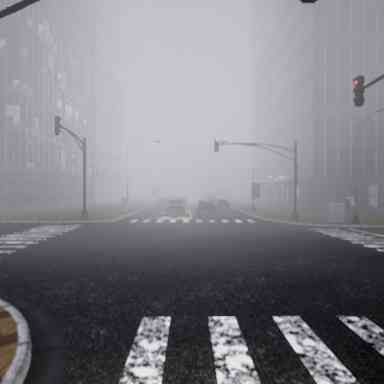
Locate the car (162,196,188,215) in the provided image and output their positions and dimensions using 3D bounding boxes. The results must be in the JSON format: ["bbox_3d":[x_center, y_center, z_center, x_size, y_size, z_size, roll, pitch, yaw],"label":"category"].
[{"bbox_3d":[-1.623,1.455,33.476,1.882,1.535,5.008,0,0,0],"label":"car"}]

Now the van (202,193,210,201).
[{"bbox_3d":[3.413,1.225,80.687,1.690,1.788,3.998,0,0,0],"label":"van"}]

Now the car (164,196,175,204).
[{"bbox_3d":[-4.334,1.488,64.042,1.947,1.339,4.313,0,0,0],"label":"car"}]

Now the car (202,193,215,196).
[{"bbox_3d":[3.546,1.237,64.104,2.192,1.841,5.009,0,0,0],"label":"car"}]

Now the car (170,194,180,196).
[{"bbox_3d":[-1.717,1.449,45.334,2.128,1.511,4.902,0,0,-1],"label":"car"}]

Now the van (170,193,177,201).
[{"bbox_3d":[-4.467,1.225,80.624,1.690,1.788,3.998,0,0,0],"label":"van"}]

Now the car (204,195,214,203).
[{"bbox_3d":[3.502,1.350,69.632,1.967,1.590,4.097,0,0,0],"label":"car"}]

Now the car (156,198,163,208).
[{"bbox_3d":[-4.203,1.536,47.460,1.802,1.307,4.206,0,0,0],"label":"car"}]

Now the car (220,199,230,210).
[{"bbox_3d":[3.771,1.529,41.996,1.947,1.339,4.313,0,0,0],"label":"car"}]

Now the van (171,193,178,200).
[{"bbox_3d":[-4.511,1.213,86.151,1.690,1.788,3.998,0,0,0],"label":"van"}]

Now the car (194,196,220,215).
[{"bbox_3d":[1.302,1.469,33.077,2.128,1.511,4.902,0,0,0],"label":"car"}]
